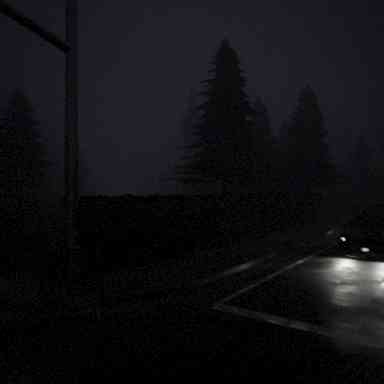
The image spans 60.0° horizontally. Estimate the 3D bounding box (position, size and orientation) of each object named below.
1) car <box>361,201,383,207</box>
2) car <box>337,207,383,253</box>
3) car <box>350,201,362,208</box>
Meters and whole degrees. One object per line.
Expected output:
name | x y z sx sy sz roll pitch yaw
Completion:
car | 12.647 1.546 22.193 2.033 1.411 5.357 0 0 26
car | 7.305 1.546 13.338 2.033 1.411 5.357 0 0 35
car | 16.440 1.543 31.921 2.033 1.411 5.357 0 0 16
